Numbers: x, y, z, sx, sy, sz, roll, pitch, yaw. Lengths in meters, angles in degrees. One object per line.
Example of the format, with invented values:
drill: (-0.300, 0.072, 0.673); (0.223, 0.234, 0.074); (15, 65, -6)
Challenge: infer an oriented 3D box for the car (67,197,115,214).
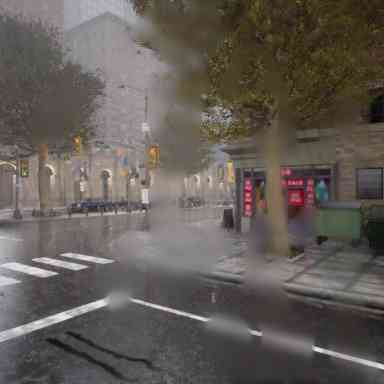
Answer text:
car: (-10.929, 1.355, 35.422); (2.097, 1.767, 4.553); (0, 0, 36)

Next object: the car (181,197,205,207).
car: (0.184, 1.508, 50.778); (1.837, 1.490, 4.892); (0, 0, 36)

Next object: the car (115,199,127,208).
car: (-10.120, 1.599, 47.892); (1.895, 1.301, 4.718); (0, 0, 36)

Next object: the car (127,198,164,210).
car: (-5.638, 1.508, 42.739); (1.837, 1.490, 4.892); (0, 0, 36)
